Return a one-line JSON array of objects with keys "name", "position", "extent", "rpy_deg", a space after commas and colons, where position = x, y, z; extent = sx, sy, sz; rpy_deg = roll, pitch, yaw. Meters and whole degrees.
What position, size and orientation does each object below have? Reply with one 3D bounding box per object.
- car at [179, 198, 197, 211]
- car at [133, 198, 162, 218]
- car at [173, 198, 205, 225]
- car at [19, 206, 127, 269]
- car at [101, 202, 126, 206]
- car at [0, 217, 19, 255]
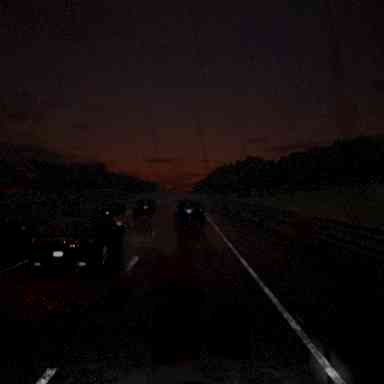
[{"name": "car", "position": [-0.528, 1.448, 41.451], "extent": [2.033, 1.411, 5.357], "rpy_deg": [0, 0, -1]}, {"name": "car", "position": [-3.822, 1.289, 29.256], "extent": [2.097, 1.767, 4.553], "rpy_deg": [0, 0, -1]}, {"name": "car", "position": [-0.228, 1.303, 23.721], "extent": [2.097, 1.767, 4.553], "rpy_deg": [0, 0, -1]}, {"name": "car", "position": [-3.526, 1.459, 11.142], "extent": [1.882, 1.535, 5.008], "rpy_deg": [0, 0, -1]}, {"name": "car", "position": [-7.348, 1.534, 30.884], "extent": [1.895, 1.301, 4.718], "rpy_deg": [0, 0, -1]}, {"name": "car", "position": [-7.016, 1.530, 10.990], "extent": [2.033, 1.411, 5.357], "rpy_deg": [0, 0, -1]}]
